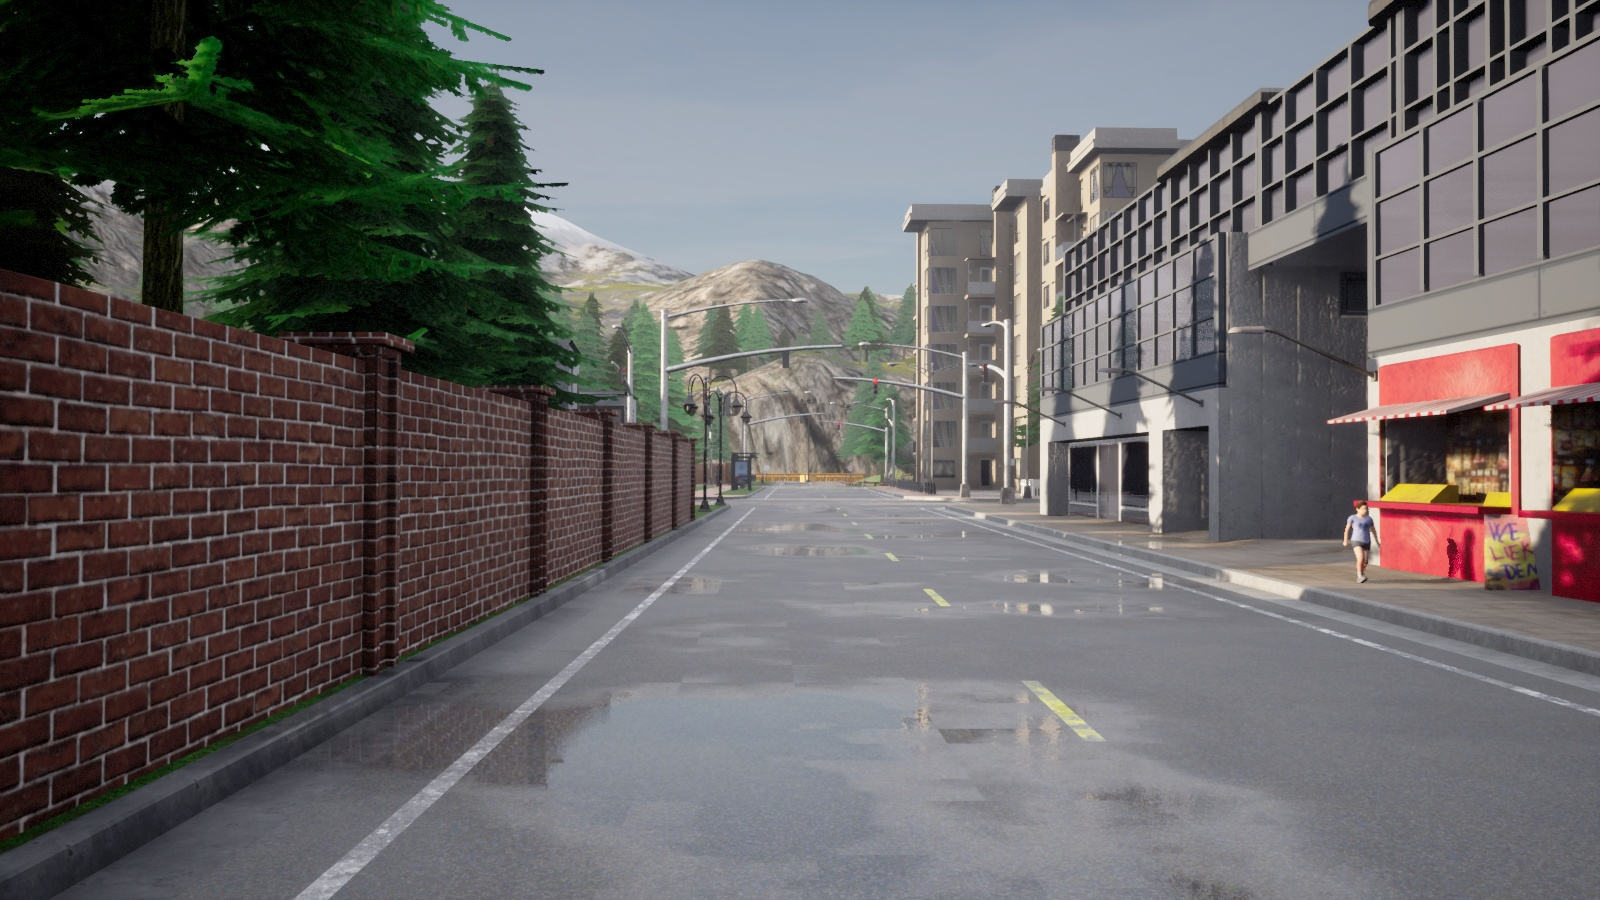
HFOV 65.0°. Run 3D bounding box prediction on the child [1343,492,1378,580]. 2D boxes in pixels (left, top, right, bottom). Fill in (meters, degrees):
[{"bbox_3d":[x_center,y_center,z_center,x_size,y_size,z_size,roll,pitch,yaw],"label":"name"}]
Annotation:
[{"bbox_3d":[7.201,1.097,16.142,0.255,1.110,0.394,0,-1,-2],"label":"child"}]
